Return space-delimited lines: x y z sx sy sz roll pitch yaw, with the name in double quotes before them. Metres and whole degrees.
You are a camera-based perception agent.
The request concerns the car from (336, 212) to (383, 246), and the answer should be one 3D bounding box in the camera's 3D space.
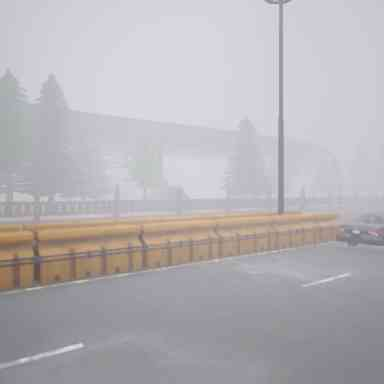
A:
"car" 8.269 1.560 14.066 5.357 1.411 2.033 0 0 -35
